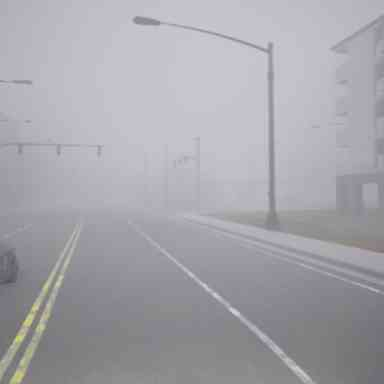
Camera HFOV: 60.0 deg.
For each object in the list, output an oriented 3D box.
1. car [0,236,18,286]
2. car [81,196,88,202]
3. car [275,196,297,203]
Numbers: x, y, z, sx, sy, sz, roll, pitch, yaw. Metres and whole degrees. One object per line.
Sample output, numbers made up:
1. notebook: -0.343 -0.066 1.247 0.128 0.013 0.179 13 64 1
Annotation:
1. car: -5.031 1.586 6.944 1.812 1.442 4.674 -1 0 -15
2. car: -28.857 1.889 89.312 2.128 1.511 4.902 -1 0 -16
3. car: 17.459 1.383 61.572 4.181 1.385 1.994 -1 0 -31
